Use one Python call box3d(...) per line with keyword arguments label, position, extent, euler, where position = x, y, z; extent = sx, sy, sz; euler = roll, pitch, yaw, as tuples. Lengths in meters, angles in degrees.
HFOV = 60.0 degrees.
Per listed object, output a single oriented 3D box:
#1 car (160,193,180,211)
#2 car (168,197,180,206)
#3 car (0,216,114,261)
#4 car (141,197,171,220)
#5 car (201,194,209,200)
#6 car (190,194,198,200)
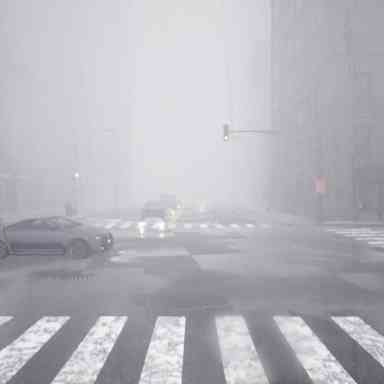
box3d(label="car", position=(-3.103, 1.214, 42.052), extent=(2.150, 2.045, 5.566), euler=(0, 0, 1))
box3d(label="car", position=(-2.979, 1.521, 56.574), extent=(1.812, 1.442, 4.674), euler=(0, 0, 1))
box3d(label="car", position=(-4.947, 1.557, 11.787), extent=(4.181, 1.385, 1.994), euler=(0, 0, 0))
box3d(label="car", position=(-3.175, 1.471, 28.669), extent=(1.882, 1.535, 5.008), euler=(0, 0, 0))
box3d(label="car", position=(3.810, 1.567, 94.793), extent=(1.812, 1.442, 4.674), euler=(0, 0, 0))
box3d(label="car", position=(0.560, 1.567, 94.813), extent=(1.812, 1.442, 4.674), euler=(0, 0, 0))
